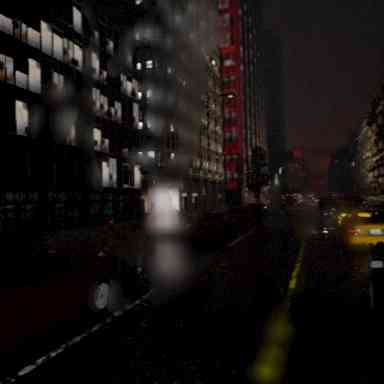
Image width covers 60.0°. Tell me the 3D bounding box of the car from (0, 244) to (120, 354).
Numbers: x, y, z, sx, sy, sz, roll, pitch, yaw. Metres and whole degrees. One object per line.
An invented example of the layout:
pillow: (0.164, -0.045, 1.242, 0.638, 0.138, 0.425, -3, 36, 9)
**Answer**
car: (-3.003, 1.680, 5.607, 1.887, 1.381, 4.507, -1, 0, 21)

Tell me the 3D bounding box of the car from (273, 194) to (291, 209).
car: (11.149, 1.303, 42.589, 1.967, 1.590, 4.097, -1, 0, 21)

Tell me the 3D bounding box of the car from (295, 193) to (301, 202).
car: (19.236, 1.137, 63.720, 1.967, 1.590, 4.097, -1, 0, 21)

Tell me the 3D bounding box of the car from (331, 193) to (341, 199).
car: (33.114, 0.868, 76.540, 1.802, 1.307, 4.206, -1, 0, 21)

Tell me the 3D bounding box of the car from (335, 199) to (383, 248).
car: (7.091, 1.298, 13.591, 1.801, 1.575, 5.366, -2, 0, 21)

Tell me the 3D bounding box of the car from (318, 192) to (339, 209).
car: (16.304, 1.153, 40.136, 1.882, 1.535, 5.008, -2, 0, 21)

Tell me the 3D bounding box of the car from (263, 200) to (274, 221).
car: (5.085, 1.549, 26.739, 1.947, 1.339, 4.313, -1, 0, 21)

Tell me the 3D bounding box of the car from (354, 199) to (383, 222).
car: (12.894, 1.254, 23.711, 2.008, 1.369, 4.403, -1, 0, 21)

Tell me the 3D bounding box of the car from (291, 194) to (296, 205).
car: (15.196, 1.363, 53.154, 1.802, 1.307, 4.206, -1, 0, 21)

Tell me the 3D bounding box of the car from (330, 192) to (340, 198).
car: (35.135, 0.792, 81.822, 2.008, 1.369, 4.403, -1, 0, 21)

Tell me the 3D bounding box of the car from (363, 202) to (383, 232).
car: (10.873, 1.308, 18.428, 1.947, 1.339, 4.313, -1, 0, 21)

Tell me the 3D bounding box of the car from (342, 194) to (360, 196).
car: (16.938, 1.189, 34.277, 1.947, 1.339, 4.313, -1, 0, 21)

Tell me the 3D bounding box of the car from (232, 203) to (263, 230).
car: (3.062, 1.567, 21.455, 1.887, 1.381, 4.507, -1, 0, 21)

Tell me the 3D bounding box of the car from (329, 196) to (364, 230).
car: (9.157, 1.260, 19.223, 1.801, 1.575, 5.366, -2, 0, 21)

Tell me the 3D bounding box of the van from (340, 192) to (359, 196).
van: (18.956, 0.924, 39.560, 1.690, 1.788, 3.998, -1, 0, 21)

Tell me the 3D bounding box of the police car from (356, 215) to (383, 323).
police car: (3.487, 1.334, 4.176, 1.930, 1.638, 5.238, -2, 0, 21)

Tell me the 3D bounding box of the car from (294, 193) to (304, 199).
car: (27.327, 1.087, 84.851, 1.947, 1.339, 4.313, -1, 0, 21)

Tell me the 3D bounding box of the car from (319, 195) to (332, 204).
car: (21.066, 1.180, 52.608, 1.895, 1.301, 4.718, -2, 0, 21)

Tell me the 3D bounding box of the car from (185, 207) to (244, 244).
car: (1.041, 1.643, 16.172, 1.802, 1.307, 4.206, -1, 0, 21)
